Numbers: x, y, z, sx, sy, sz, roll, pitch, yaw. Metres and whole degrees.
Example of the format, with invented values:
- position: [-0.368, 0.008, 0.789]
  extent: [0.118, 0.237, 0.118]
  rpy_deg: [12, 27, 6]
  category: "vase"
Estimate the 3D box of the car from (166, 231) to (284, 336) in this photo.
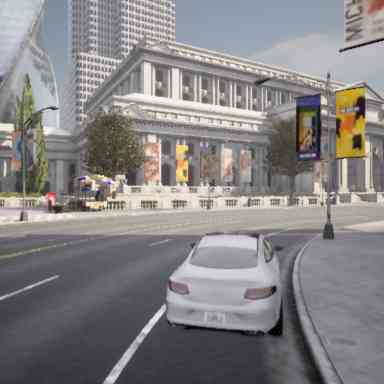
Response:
- position: [0.836, 1.515, 6.696]
  extent: [1.812, 1.442, 4.674]
  rpy_deg: [0, 0, 13]
  category: "car"
